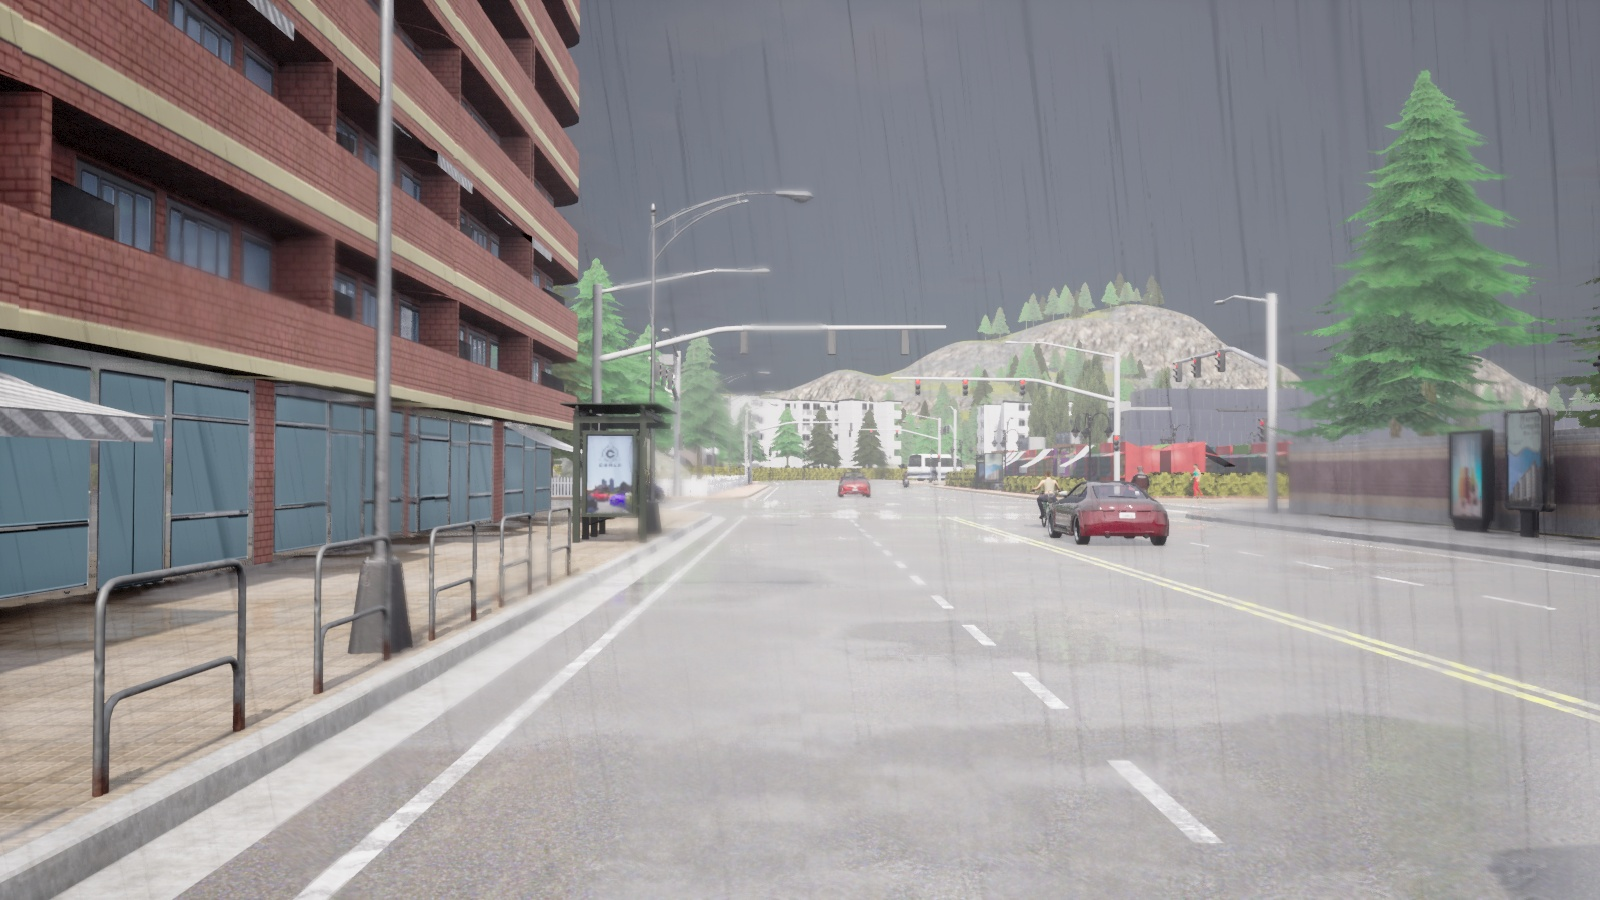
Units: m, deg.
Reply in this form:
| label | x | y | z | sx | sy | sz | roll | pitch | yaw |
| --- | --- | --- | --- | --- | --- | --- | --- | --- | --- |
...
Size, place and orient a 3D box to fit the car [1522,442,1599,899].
| label | x | y | z | sx | sy | sz | roll | pitch | yaw |
| --- | --- | --- | --- | --- | --- | --- | --- | --- | --- |
| car | 3.494 | 0.762 | 1.855 | 2.033 | 1.649 | 4.856 | 0 | -1 | 0 |

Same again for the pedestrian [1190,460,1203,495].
| label | x | y | z | sx | sy | sz | roll | pitch | yaw |
| --- | --- | --- | --- | --- | --- | --- | --- | --- | --- |
| pedestrian | 20.482 | 1.418 | 64.874 | 0.594 | 1.836 | 0.345 | 0 | -1 | 3 |

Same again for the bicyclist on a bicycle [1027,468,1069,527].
| label | x | y | z | sx | sy | sz | roll | pitch | yaw |
| --- | --- | --- | --- | --- | --- | --- | --- | --- | --- |
| bicyclist on a bicycle | 6.904 | 1.310 | 34.999 | 0.866 | 1.612 | 1.509 | 0 | -1 | 0 |

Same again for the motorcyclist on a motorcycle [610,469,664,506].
| label | x | y | z | sx | sy | sz | roll | pitch | yaw |
| --- | --- | --- | --- | --- | --- | --- | --- | --- | --- |
| motorcyclist on a motorcycle | -7.435 | 1.698 | 57.373 | 2.350 | 1.649 | 0.766 | 0 | -1 | -3 |

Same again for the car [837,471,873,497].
| label | x | y | z | sx | sy | sz | roll | pitch | yaw |
| --- | --- | --- | --- | --- | --- | --- | --- | --- | --- |
| car | 3.301 | 2.029 | 76.449 | 2.007 | 1.525 | 4.514 | 0 | -1 | 0 |

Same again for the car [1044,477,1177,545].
| label | x | y | z | sx | sy | sz | roll | pitch | yaw |
| --- | --- | --- | --- | --- | --- | --- | --- | --- | --- |
| car | 6.923 | 1.328 | 28.475 | 1.994 | 1.385 | 4.181 | 0 | -1 | 0 |
